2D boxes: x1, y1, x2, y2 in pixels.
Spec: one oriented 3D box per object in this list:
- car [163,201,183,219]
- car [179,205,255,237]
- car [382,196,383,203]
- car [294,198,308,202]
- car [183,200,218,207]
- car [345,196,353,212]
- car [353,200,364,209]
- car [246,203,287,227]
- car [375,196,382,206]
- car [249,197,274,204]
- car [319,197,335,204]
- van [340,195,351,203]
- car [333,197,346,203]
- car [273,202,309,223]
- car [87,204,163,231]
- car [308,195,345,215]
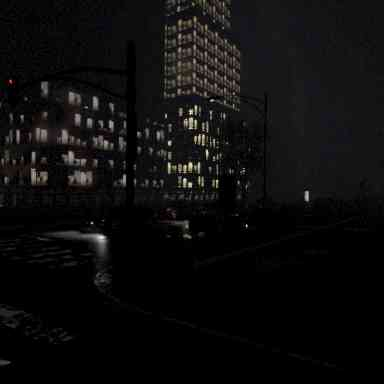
[{"bbox_3d":[-1.510,1.481,29.427,1.967,1.590,4.097,1,0,36],"label":"car"},{"bbox_3d":[1.548,1.696,19.034,2.008,1.369,4.403,1,0,36],"label":"car"},{"bbox_3d":[41.622,1.784,73.480,2.192,1.841,5.009,1,0,36],"label":"car"},{"bbox_3d":[18.284,1.727,56.000,1.752,1.417,4.829,1,0,36],"label":"car"},{"bbox_3d":[1.690,1.569,29.175,1.882,1.535,5.008,1,0,36],"label":"car"},{"bbox_3d":[18.571,1.720,42.200,1.967,1.590,4.097,1,0,36],"label":"car"},{"bbox_3d":[25.126,1.773,51.158,1.967,1.590,4.097,1,0,36],"label":"car"},{"bbox_3d":[4.806,1.737,23.443,1.947,1.339,4.313,1,0,36],"label":"car"},{"bbox_3d":[35.123,1.940,64.688,1.752,1.417,4.829,1,0,36],"label":"car"},{"bbox_3d":[7.775,1.492,37.390,2.097,1.767,4.553,1,0,37],"label":"car"},{"bbox_3d":[28.281,1.849,69.530,1.947,1.339,4.313,1,0,36],"label":"car"},{"bbox_3d":[38.180,1.706,82.923,1.690,1.788,3.998,1,0,36],"label":"van"},{"bbox_3d":[34.778,1.862,78.322,1.752,1.417,4.829,1,0,36],"label":"car"},{"bbox_3d":[8.062,1.779,27.850,1.802,1.307,4.206,1,0,36],"label":"car"},{"bbox_3d":[-4.306,1.549,21.066,1.837,1.490,4.892,1,0,36],"label":"car"},{"bbox_3d":[15.300,1.569,37.716,2.192,1.841,5.009,1,0,36],"label":"car"}]
